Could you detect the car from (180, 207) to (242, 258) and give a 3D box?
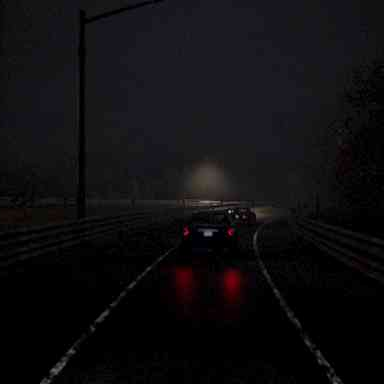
[{"bbox_3d":[0.882,1.524,13.703,2.097,1.767,4.553,0,-1,9],"label":"car"}]

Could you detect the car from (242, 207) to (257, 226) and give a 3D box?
[{"bbox_3d":[4.224,1.989,27.912,2.033,1.411,5.357,0,-1,18],"label":"car"}]
